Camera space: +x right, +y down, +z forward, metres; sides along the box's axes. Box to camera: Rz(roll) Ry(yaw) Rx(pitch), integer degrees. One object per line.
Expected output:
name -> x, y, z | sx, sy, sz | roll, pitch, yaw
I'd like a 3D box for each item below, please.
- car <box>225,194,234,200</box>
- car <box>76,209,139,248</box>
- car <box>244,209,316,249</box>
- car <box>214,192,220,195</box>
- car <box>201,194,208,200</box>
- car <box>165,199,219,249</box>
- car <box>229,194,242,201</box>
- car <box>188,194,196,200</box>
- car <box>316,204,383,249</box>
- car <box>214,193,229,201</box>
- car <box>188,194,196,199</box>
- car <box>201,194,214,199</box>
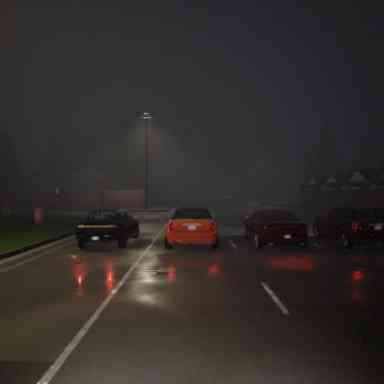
car -> 10.500, 1.324, 92.592 | 1.882, 1.535, 5.008 | 0, 0, 0
car -> -3.540, 1.492, 14.650 | 2.128, 1.511, 4.902 | 0, 0, 0
car -> 3.500, 1.482, 14.650 | 1.882, 1.535, 5.008 | 0, 0, 0
car -> 7.000, 1.138, 93.453 | 2.150, 2.045, 5.566 | 0, 0, 0
car -> 3.500, 1.346, 92.592 | 1.837, 1.490, 4.892 | 0, 0, 0
car -> 0.000, 1.363, 14.620 | 2.097, 1.767, 4.553 | 0, 0, 0
car -> 10.500, 1.477, 78.872 | 1.895, 1.301, 4.718 | 0, 0, 0
car -> 0.000, 1.386, 92.592 | 2.033, 1.411, 5.357 | 0, 0, 0
car -> 7.000, 1.363, 14.620 | 2.097, 1.767, 4.553 | 0, 0, 0
car -> 7.000, 1.490, 79.191 | 1.895, 1.301, 4.718 | 0, 0, 0
car -> 0.000, 1.237, 78.812 | 2.097, 1.767, 4.553 | 0, 0, 0
car -> 3.500, 1.254, 79.227 | 2.097, 1.767, 4.553 | 0, 0, 0
